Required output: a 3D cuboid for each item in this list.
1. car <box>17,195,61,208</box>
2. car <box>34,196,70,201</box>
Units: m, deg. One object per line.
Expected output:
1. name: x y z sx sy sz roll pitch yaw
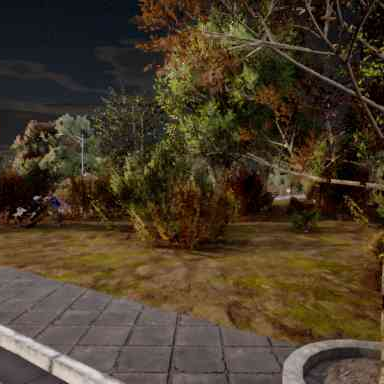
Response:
1. car: -20.030 1.224 43.825 1.882 1.535 5.008 0 0 32
2. car: -17.513 1.249 41.250 1.882 1.535 5.008 0 0 32
